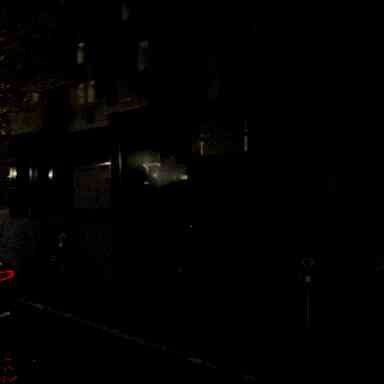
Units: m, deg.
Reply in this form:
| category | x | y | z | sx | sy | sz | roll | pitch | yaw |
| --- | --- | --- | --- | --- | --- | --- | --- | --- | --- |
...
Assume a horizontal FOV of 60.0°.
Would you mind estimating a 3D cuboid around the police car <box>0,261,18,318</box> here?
| category | x | y | z | sx | sy | sz | roll | pitch | yaw |
| --- | --- | --- | --- | --- | --- | --- | --- | --- | --- |
| police car | -5.366 | 1.516 | 6.376 | 5.238 | 1.638 | 1.930 | -1 | 0 | 36 |
